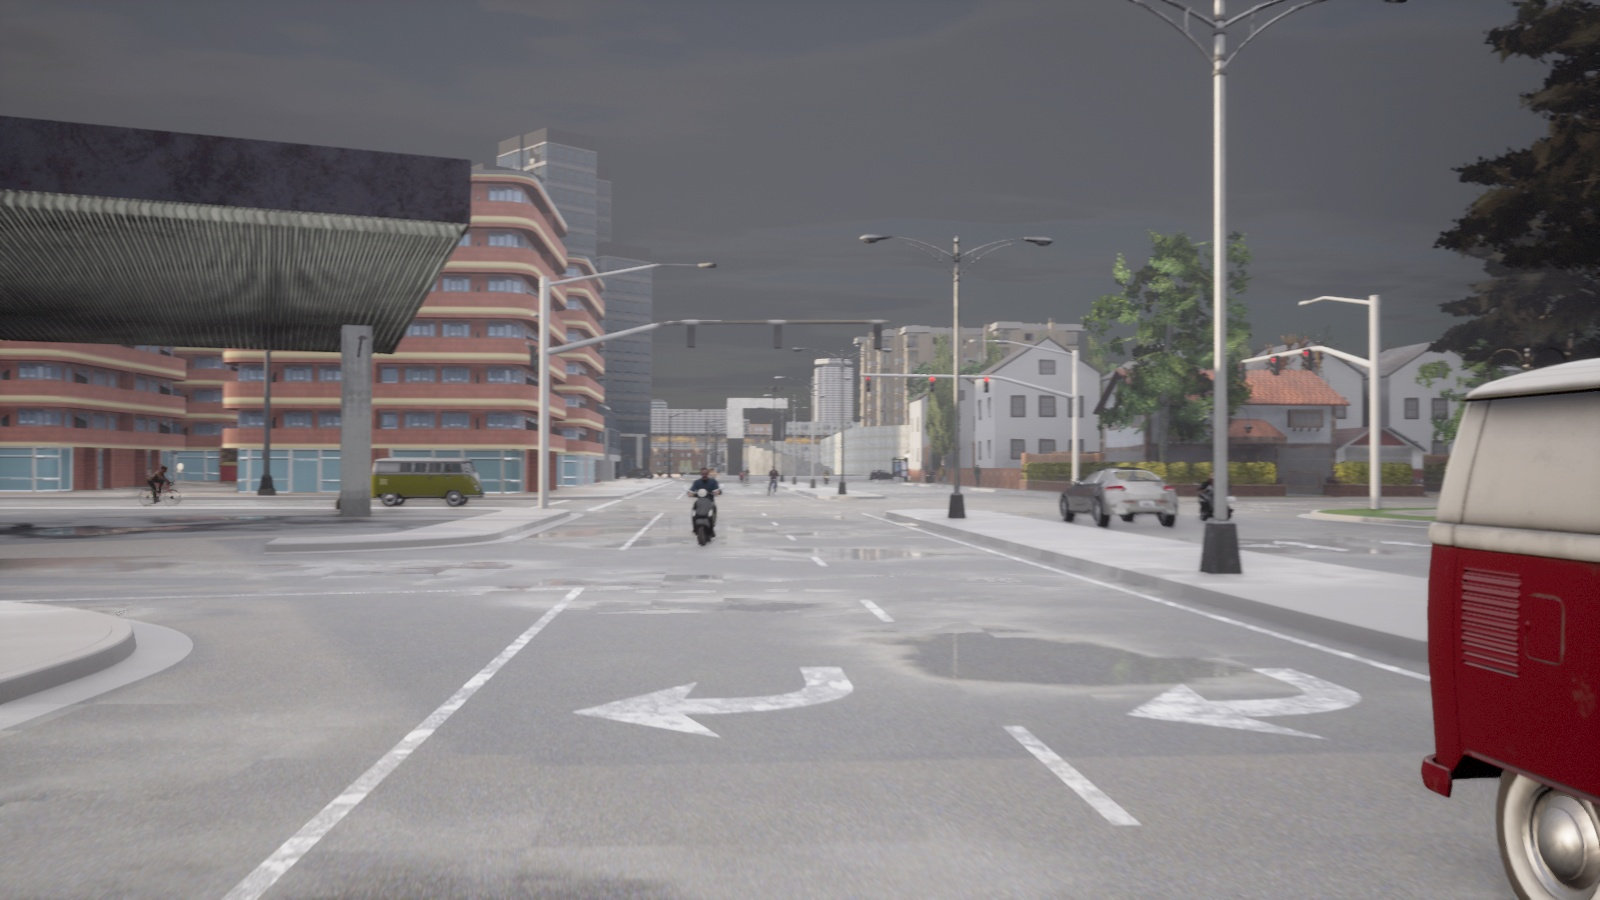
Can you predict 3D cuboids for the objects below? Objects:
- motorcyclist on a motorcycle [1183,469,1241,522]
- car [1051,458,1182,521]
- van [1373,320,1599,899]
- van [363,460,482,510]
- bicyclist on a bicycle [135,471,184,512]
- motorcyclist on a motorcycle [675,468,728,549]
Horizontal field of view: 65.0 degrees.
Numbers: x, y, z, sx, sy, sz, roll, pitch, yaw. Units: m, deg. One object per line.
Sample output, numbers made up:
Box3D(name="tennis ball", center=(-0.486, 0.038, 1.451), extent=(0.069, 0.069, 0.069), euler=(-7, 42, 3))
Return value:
Box3D(name="motorcyclist on a motorcycle", center=(12.344, 1.352, 37.719), extent=(0.866, 1.530, 2.191), euler=(0, 0, -4))
Box3D(name="car", center=(8.958, 1.088, 36.029), extent=(2.152, 1.651, 5.027), euler=(0, -1, -4))
Box3D(name="van", center=(3.370, 0.589, 2.919), extent=(1.775, 1.987, 4.442), euler=(0, -1, -4))
Box3D(name="van", center=(-15.455, 1.429, 51.552), extent=(4.442, 1.987, 1.775), euler=(0, -1, -6))
Box3D(name="bicyclist on a bicycle", center=(-25.839, 1.671, 50.641), extent=(1.656, 1.620, 0.582), euler=(0, -1, -5))
Box3D(name="motorcyclist on a motorcycle", center=(-2.000, 1.167, 25.782), extent=(0.866, 1.590, 1.817), euler=(-1, -1, 1))
